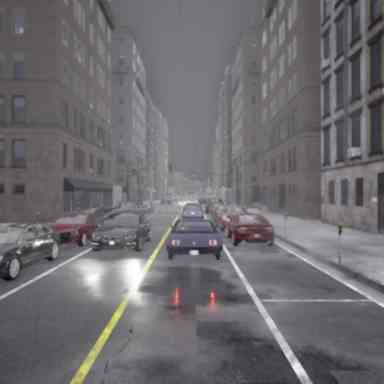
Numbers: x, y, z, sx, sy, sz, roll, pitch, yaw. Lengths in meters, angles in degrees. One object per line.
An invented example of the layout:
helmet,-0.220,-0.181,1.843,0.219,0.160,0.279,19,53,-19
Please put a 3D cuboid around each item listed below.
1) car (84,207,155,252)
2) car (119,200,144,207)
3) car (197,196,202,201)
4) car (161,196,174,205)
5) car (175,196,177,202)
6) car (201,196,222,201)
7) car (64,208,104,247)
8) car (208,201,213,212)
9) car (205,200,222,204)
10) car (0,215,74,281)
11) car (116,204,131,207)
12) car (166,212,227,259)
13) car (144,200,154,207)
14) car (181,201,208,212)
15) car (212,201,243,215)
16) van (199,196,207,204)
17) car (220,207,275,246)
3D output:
car,-2.873,1.594,14.339,1.837,1.490,4.892,0,0,0
car,-5.432,1.606,26.992,1.967,1.590,4.097,0,0,0
car,2.593,1.713,65.426,2.192,1.841,5.009,0,0,0
car,-5.535,1.745,70.916,2.192,1.841,5.009,0,0,0
car,-5.549,2.046,81.922,2.008,1.369,4.403,0,0,0
car,2.574,1.550,38.371,2.192,1.841,5.009,0,0,0
car,-5.414,1.641,15.627,1.887,1.381,4.507,0,0,0
car,2.593,1.711,27.005,1.887,1.381,4.507,0,0,0
car,2.583,1.752,32.687,2.008,1.369,4.403,0,0,0
car,-5.404,1.613,9.945,2.008,1.369,4.403,0,0,0
car,-5.423,1.697,21.309,1.947,1.339,4.313,0,0,0
car,0.076,1.682,12.982,1.895,1.301,4.718,0,0,0
car,-5.451,1.675,38.356,1.967,1.590,4.097,0,0,0
car,0.053,1.722,28.379,2.033,1.411,5.357,0,0,0
car,2.602,1.572,21.324,1.967,1.590,4.097,0,0,0
van,2.566,1.805,76.434,1.690,1.788,3.998,0,0,0
car,2.611,1.642,15.641,1.887,1.381,4.507,0,0,0
